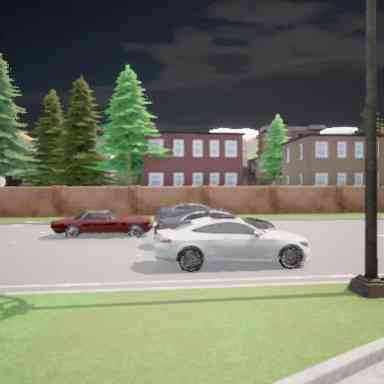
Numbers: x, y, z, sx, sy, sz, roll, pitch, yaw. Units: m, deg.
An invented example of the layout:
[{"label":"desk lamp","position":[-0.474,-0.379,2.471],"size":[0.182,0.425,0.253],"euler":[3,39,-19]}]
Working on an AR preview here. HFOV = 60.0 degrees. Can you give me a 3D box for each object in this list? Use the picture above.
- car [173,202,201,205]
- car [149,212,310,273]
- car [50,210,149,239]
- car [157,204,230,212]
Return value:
[{"label":"car","position":[0.174,1.389,20.506],"size":[4.902,1.511,2.128],"euler":[0,0,-6]},{"label":"car","position":[1.145,1.471,10.047],"size":[4.674,1.442,1.812],"euler":[0,0,-6]},{"label":"car","position":[-4.319,1.536,16.513],"size":[4.718,1.301,1.895],"euler":[0,0,-6]},{"label":"car","position":[0.947,1.421,13.549],"size":[4.902,1.511,2.128],"euler":[0,0,-6]}]
